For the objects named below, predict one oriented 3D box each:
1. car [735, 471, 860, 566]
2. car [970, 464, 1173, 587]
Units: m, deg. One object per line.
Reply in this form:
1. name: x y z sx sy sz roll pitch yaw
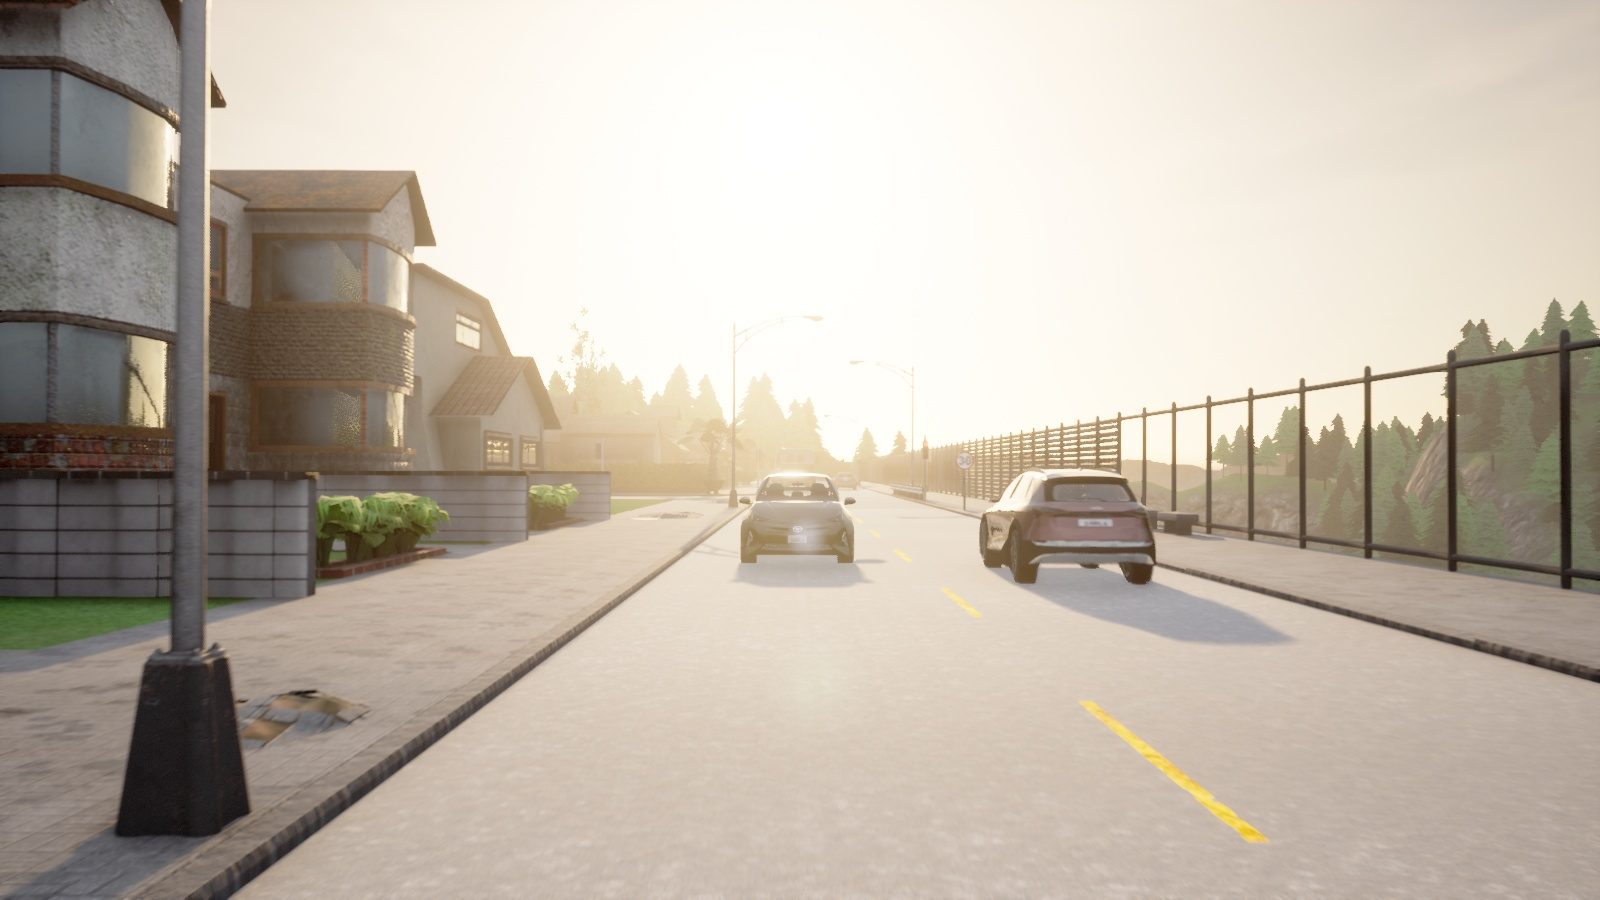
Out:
1. car: -0.041 1.139 22.535 2.007 1.525 4.514 0 -1 0
2. car: 3.965 1.051 19.252 2.033 1.649 4.856 0 -1 0
